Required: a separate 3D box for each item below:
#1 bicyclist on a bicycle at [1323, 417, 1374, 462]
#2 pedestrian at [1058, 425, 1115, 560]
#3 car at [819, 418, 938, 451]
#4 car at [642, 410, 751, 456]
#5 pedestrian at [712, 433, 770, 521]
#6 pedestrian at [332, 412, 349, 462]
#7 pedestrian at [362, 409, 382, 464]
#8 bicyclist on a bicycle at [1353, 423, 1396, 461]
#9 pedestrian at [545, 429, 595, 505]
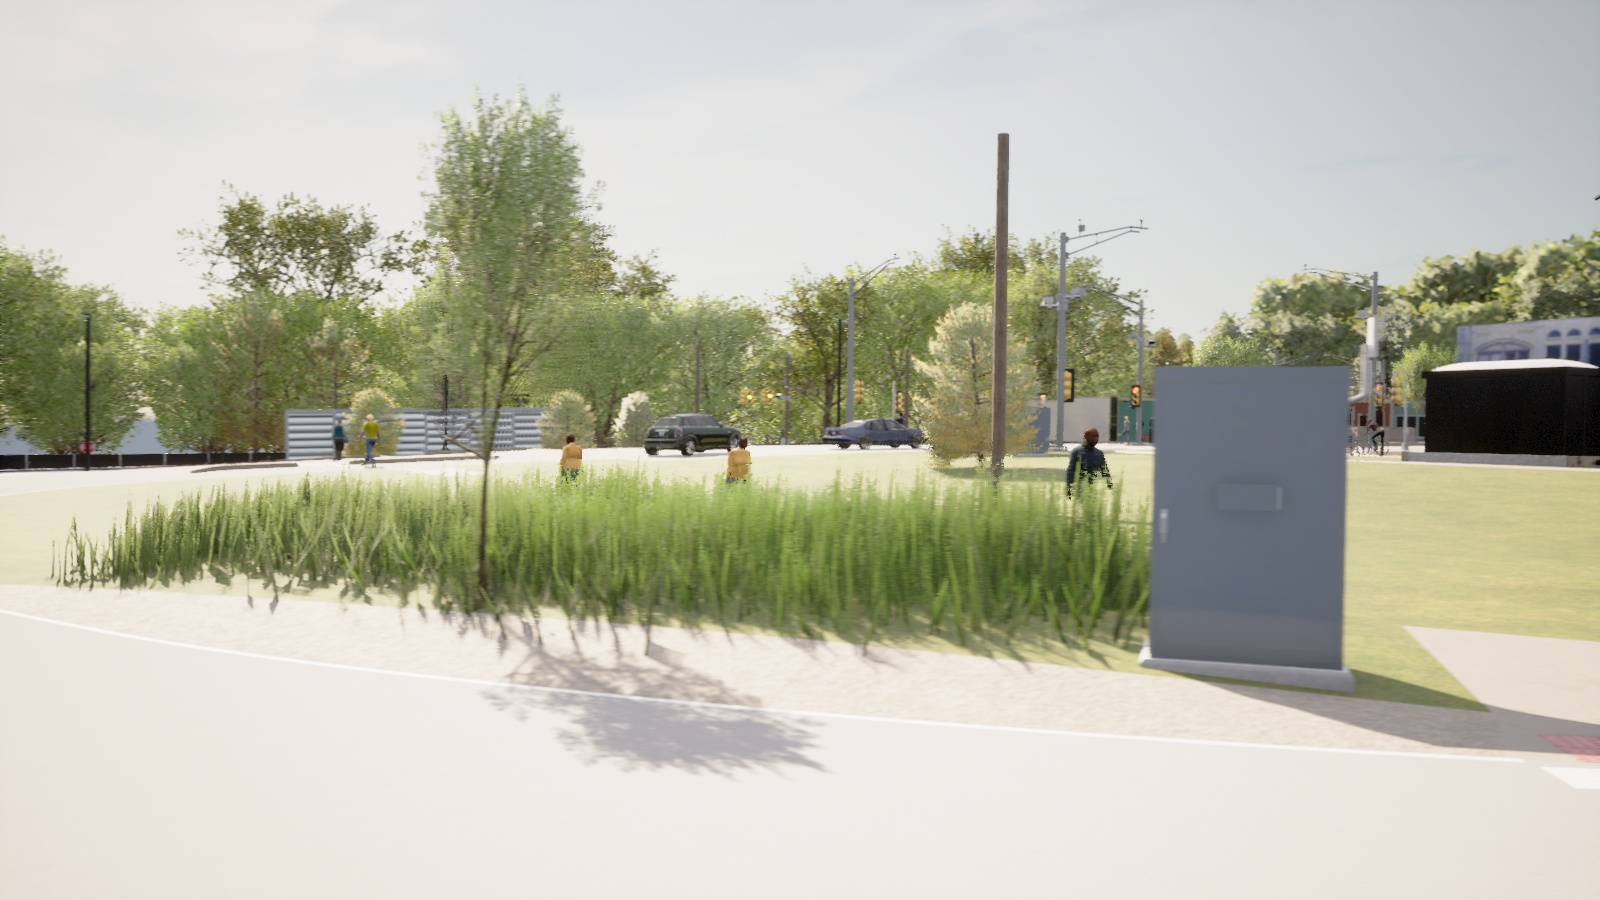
[{"bbox_3d":[22.571,-0.444,51.740,0.659,1.776,1.843,1,1,-30],"label":"bicyclist on a bicycle"},{"bbox_3d":[3.990,0.576,17.518,0.370,1.835,0.726,1,1,-24],"label":"pedestrian"},{"bbox_3d":[3.648,-0.721,57.862,5.357,1.411,2.033,0,2,-34],"label":"car"},{"bbox_3d":[-4.204,-0.737,51.720,2.097,1.767,4.553,1,3,34],"label":"car"},{"bbox_3d":[-1.290,0.578,27.339,0.874,1.855,0.900,1,1,-33],"label":"pedestrian"},{"bbox_3d":[-18.056,-0.507,49.332,0.396,1.930,0.692,1,1,-2],"label":"pedestrian"},{"bbox_3d":[-14.436,-0.458,42.338,0.354,1.836,0.706,0,1,-45],"label":"pedestrian"},{"bbox_3d":[25.245,-0.375,55.223,0.582,1.620,1.656,1,1,-28],"label":"bicyclist on a bicycle"},{"bbox_3d":[-5.693,0.410,31.064,0.874,1.855,0.900,1,1,-35],"label":"pedestrian"}]
